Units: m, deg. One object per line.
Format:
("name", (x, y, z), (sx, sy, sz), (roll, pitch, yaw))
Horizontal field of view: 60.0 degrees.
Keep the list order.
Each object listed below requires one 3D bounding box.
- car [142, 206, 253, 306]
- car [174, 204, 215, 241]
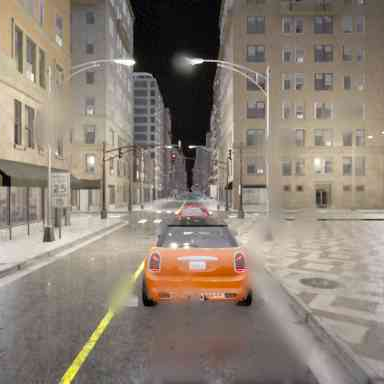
("car", (0.094, 1.352, 8.166), (2.097, 1.767, 4.553), (0, 0, 0))
("car", (0.096, 1.476, 17.766), (1.882, 1.535, 5.008), (0, 0, 0))
